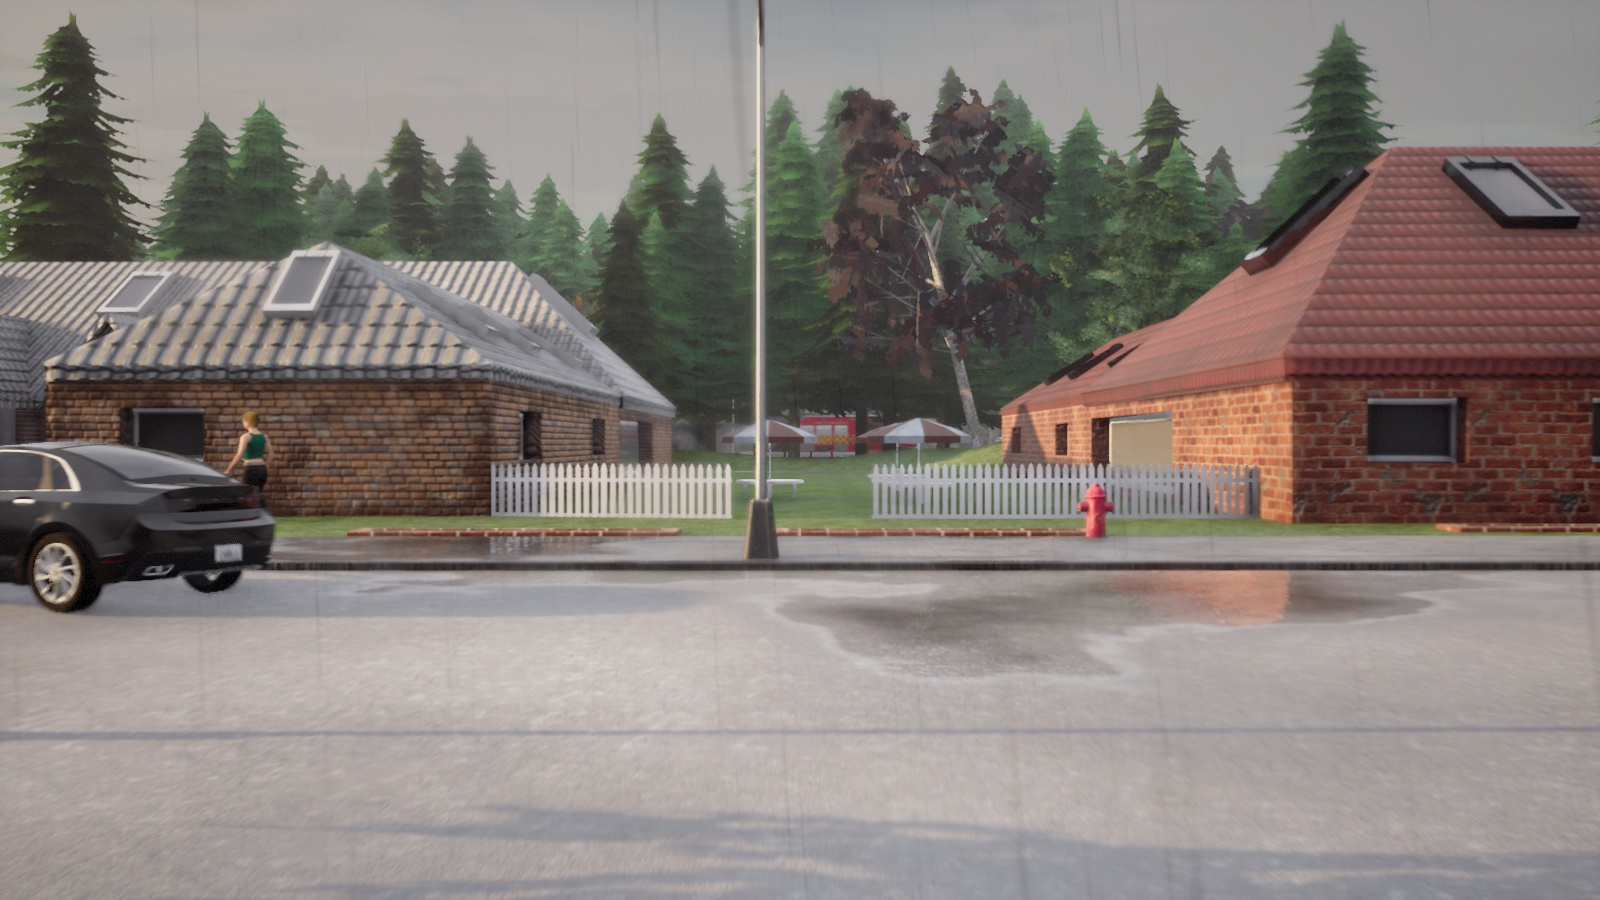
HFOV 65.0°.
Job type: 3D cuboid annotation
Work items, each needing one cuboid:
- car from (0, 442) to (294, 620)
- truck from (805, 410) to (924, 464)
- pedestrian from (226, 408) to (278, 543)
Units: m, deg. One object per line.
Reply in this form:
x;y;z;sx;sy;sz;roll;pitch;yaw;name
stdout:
-7.547;0.675;12.242;4.892;1.490;1.837;0;0;21;car
4.586;-0.932;90.740;8.468;3.827;2.891;0;0;0;truck
-7.605;0.349;17.421;0.594;1.836;0.345;0;0;24;pedestrian
